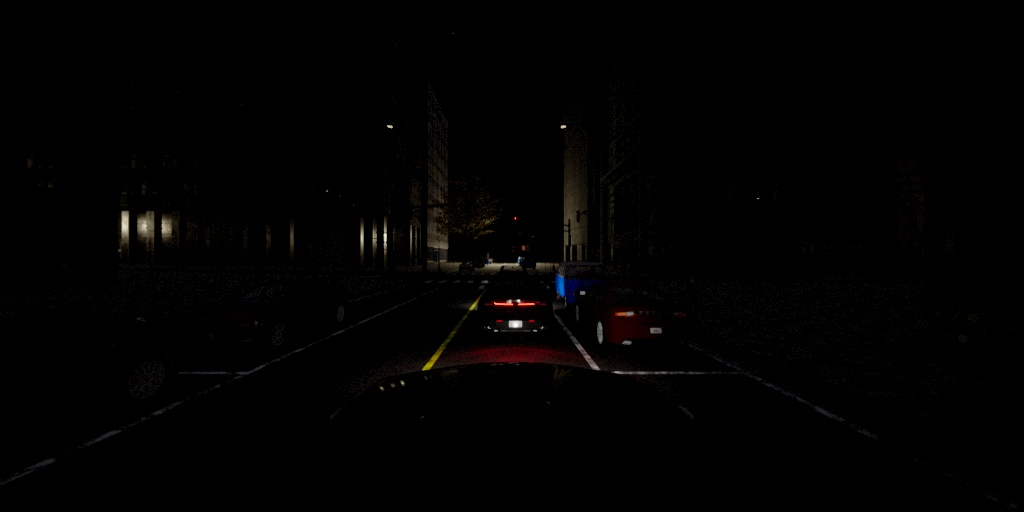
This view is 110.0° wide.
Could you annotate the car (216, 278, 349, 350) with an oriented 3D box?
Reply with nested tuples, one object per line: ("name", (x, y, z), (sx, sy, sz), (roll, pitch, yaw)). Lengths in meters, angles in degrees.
("car", (-5.802, 1.295, 9.094), (1.888, 1.381, 4.507), (0, 0, 0))

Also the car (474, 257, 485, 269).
("car", (-5.946, 1.322, 57.767), (1.888, 1.381, 4.507), (0, 0, 0))

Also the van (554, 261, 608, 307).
("van", (2.736, 1.092, 14.629), (1.690, 1.789, 3.998), (0, 0, 0))

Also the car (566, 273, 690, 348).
("car", (2.753, 1.295, 9.104), (1.888, 1.381, 4.507), (0, 0, 0))

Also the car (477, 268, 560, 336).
("car", (0.074, 1.255, 10.339), (1.837, 1.490, 4.892), (0, 0, 0))

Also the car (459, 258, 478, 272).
("car", (-5.917, 1.293, 47.017), (1.751, 1.417, 4.829), (0, 0, 0))

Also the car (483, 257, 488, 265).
("car", (-5.964, 1.096, 63.056), (2.192, 1.841, 5.009), (0, 0, 0))

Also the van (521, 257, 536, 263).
("van", (2.596, 1.112, 52.613), (1.690, 1.789, 3.998), (0, 0, 0))

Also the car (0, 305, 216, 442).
("car", (-5.782, 1.295, 3.569), (1.888, 1.381, 4.507), (0, 0, 0))

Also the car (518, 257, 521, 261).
("car", (2.560, 1.327, 63.439), (1.888, 1.381, 4.507), (0, 0, 0))

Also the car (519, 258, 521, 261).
("car", (2.578, 1.343, 58.026), (1.948, 1.339, 4.313), (0, 0, 0))

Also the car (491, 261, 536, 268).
("car", (0.048, 1.244, 19.758), (2.128, 1.511, 4.902), (0, 0, -1))
